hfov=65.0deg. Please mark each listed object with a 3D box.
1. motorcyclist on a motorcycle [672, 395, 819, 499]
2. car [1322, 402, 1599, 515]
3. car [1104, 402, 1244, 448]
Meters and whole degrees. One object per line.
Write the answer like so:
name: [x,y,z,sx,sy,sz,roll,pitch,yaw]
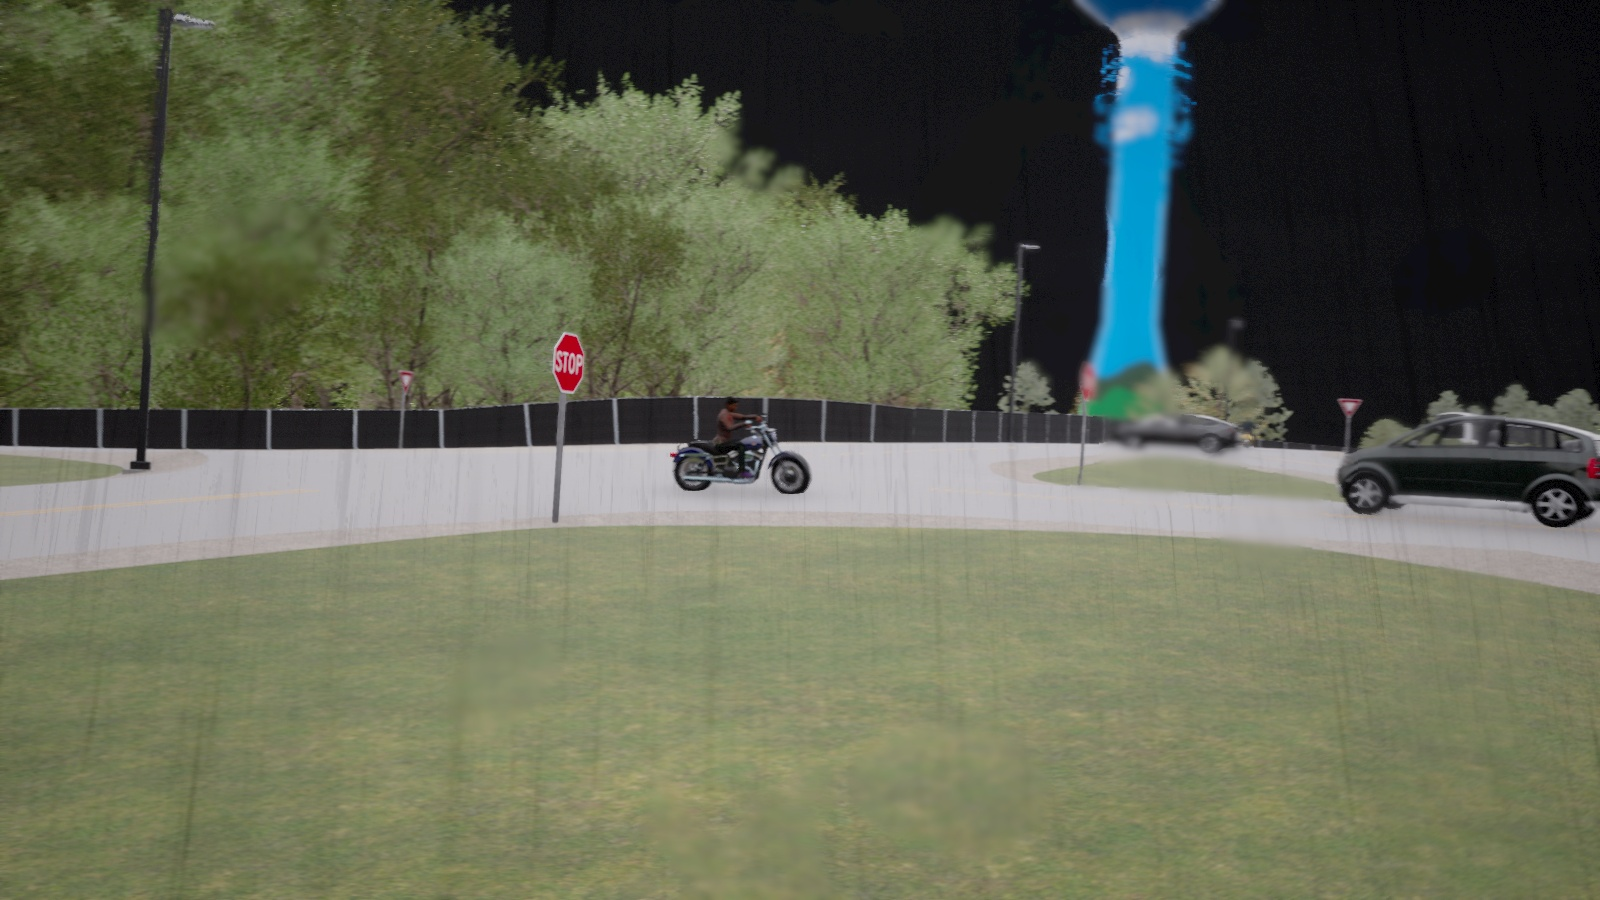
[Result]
motorcyclist on a motorcycle: [-0.881,-0.060,20.882,2.350,1.649,0.766,0,5,5]
car: [10.107,0.055,19.026,3.705,1.549,1.789,2,3,38]
car: [14.263,-0.968,47.907,4.792,1.488,2.163,3,2,24]
